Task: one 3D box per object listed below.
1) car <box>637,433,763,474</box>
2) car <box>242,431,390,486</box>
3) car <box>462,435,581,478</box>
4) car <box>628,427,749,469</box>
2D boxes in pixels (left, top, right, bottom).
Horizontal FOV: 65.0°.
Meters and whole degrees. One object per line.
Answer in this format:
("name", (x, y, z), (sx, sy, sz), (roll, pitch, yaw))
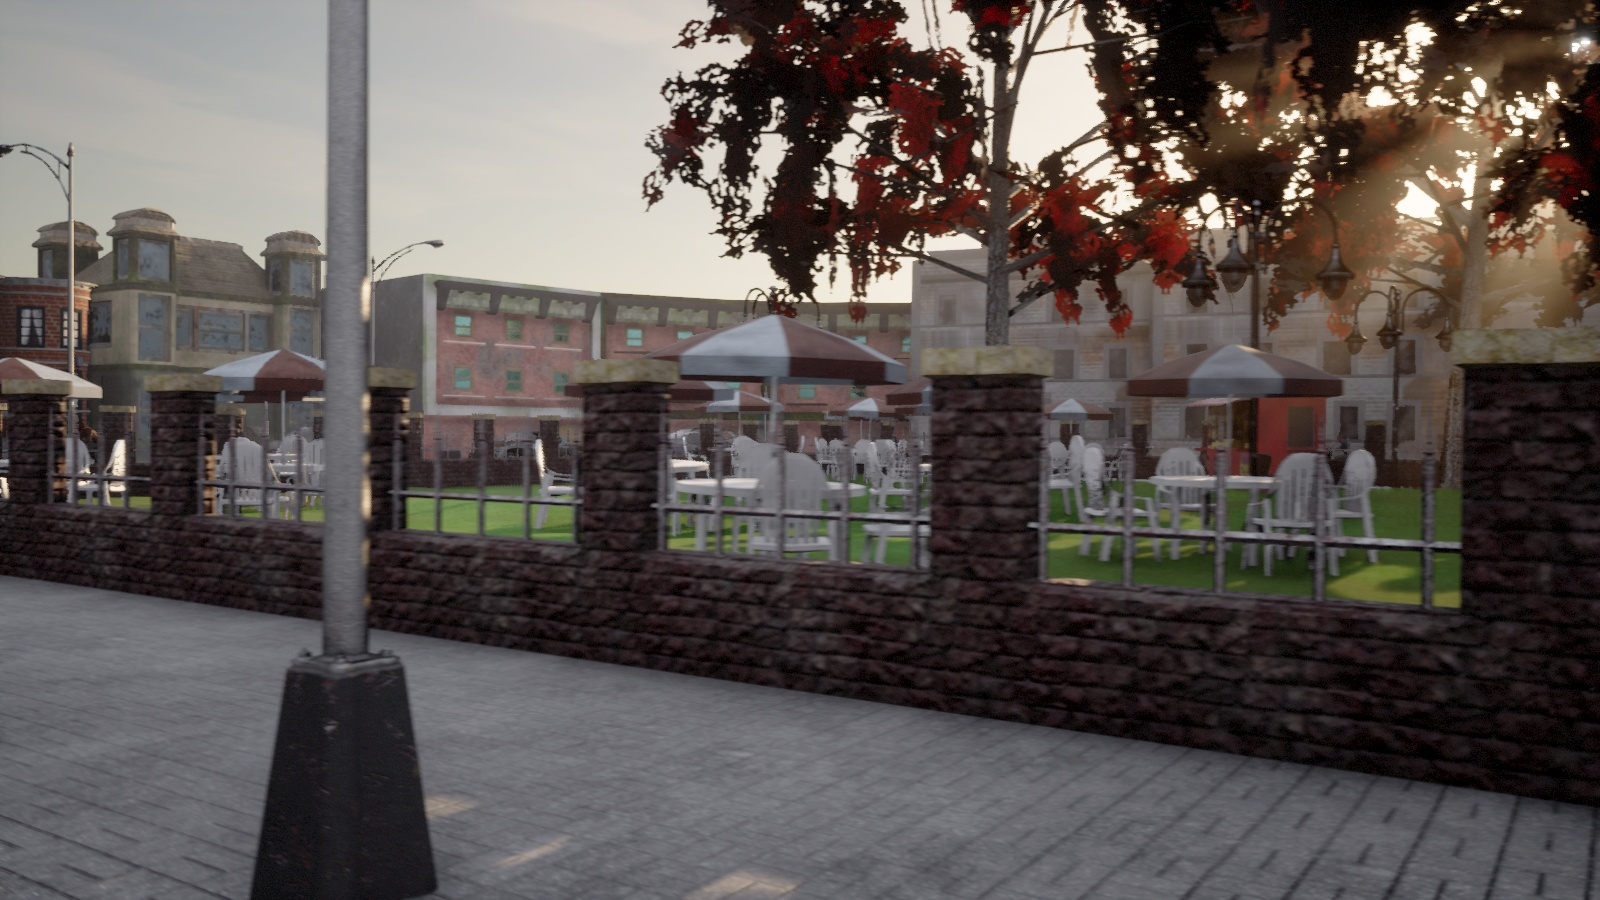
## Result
("car", (-3.826, 0.102, 48.735), (2.163, 1.488, 4.792), (0, 1, 39))
("car", (-15.104, 0.229, 39.351), (1.851, 1.617, 3.988), (0, 1, 34))
("car", (-10.280, 0.202, 46.622), (1.816, 1.474, 4.193), (0, 1, 35))
("car", (-4.722, -0.109, 53.385), (4.611, 1.667, 2.242), (-1, 1, -31))
